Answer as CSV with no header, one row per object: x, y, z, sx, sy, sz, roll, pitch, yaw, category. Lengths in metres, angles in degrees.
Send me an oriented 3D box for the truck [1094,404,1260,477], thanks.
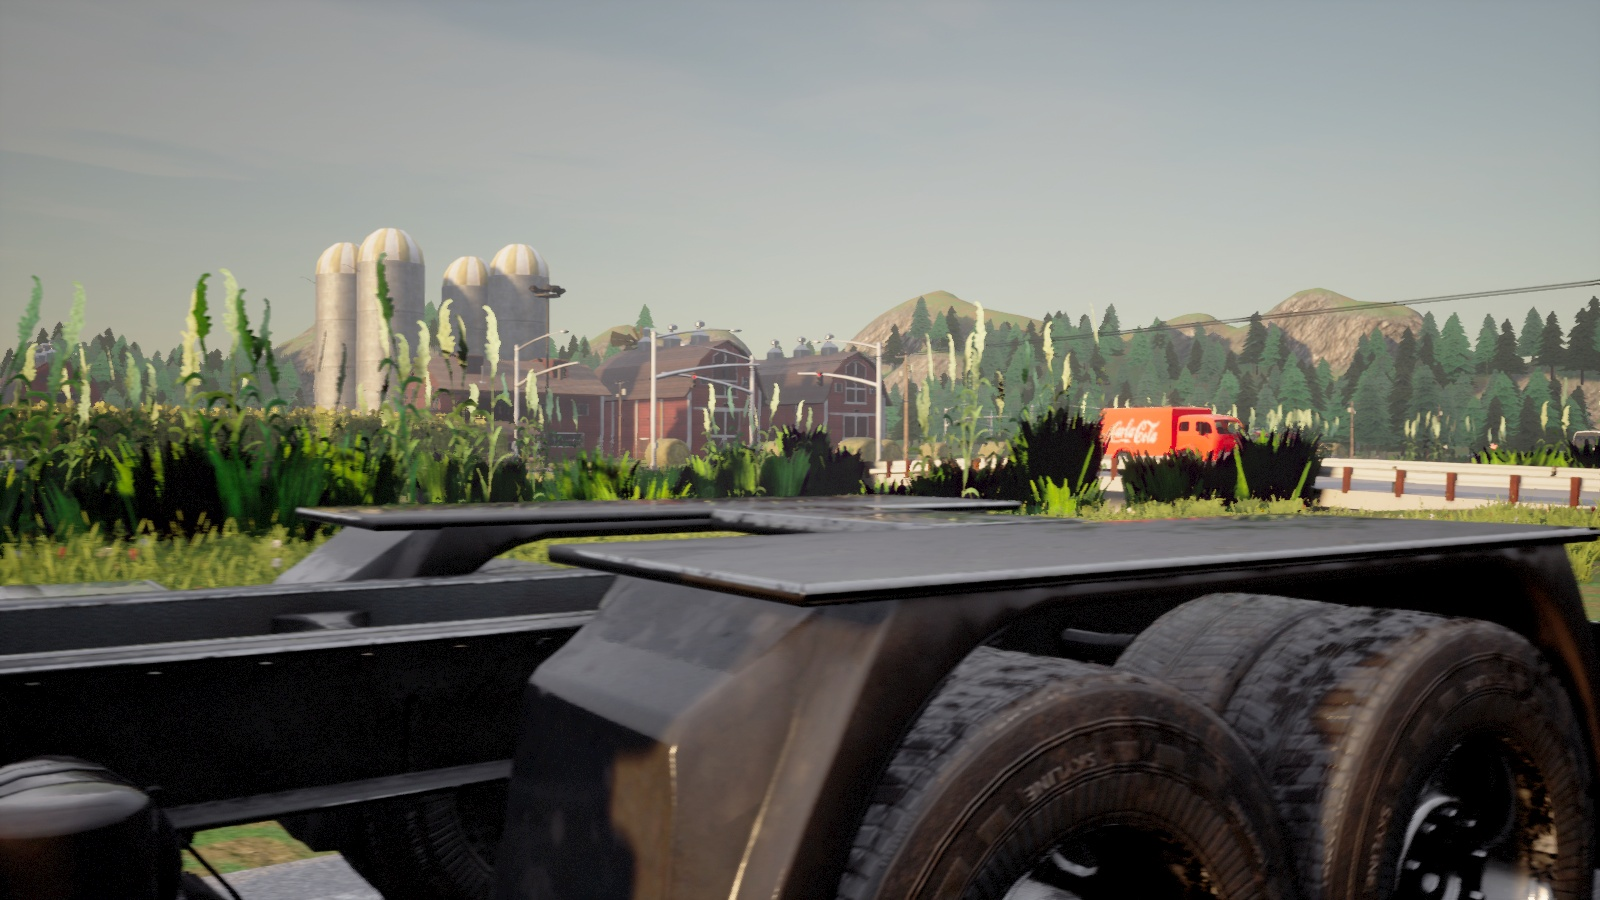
13.346,-0.350,44.809,2.627,2.467,5.204,0,1,-33,truck

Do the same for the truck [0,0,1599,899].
-1.665,-0.228,2.139,7.936,3.462,2.891,0,0,-35,truck

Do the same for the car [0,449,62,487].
-35.422,0.798,55.394,4.611,1.667,2.242,0,0,-40,car
